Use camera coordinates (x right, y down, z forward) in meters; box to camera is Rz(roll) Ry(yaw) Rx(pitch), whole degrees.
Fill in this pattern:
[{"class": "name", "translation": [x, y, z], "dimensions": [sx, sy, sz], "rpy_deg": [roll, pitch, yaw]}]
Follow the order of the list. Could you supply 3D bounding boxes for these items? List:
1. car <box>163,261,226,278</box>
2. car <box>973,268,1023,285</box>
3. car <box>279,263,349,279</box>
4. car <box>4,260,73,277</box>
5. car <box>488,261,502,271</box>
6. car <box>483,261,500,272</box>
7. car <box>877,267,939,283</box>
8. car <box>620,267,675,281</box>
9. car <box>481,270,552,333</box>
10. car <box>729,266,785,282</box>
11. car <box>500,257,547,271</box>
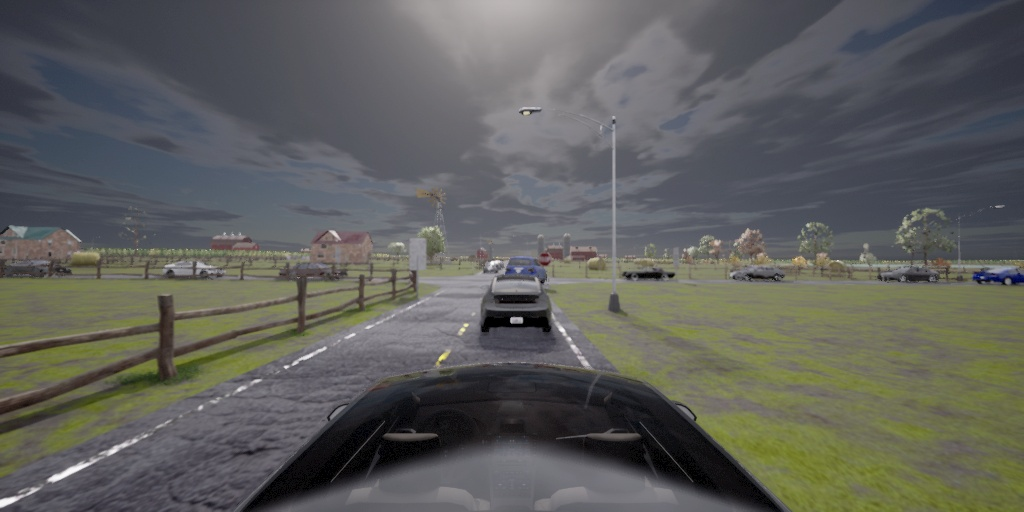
[{"class": "car", "translation": [-27.657, 1.171, 31.275], "dimensions": [4.674, 1.442, 1.812], "rpy_deg": [1, -1, 0]}, {"class": "car", "translation": [44.728, 1.827, 32.235], "dimensions": [5.008, 1.535, 1.882], "rpy_deg": [1, -1, 0]}, {"class": "car", "translation": [-17.328, 1.300, 31.405], "dimensions": [5.357, 1.411, 2.033], "rpy_deg": [1, -1, -1]}, {"class": "car", "translation": [-41.140, 1.064, 31.128], "dimensions": [4.181, 1.385, 1.994], "rpy_deg": [1, -1, -1]}, {"class": "car", "translation": [-2.793, 1.580, 59.886], "dimensions": [2.128, 1.511, 4.902], "rpy_deg": [0, 0, 1]}, {"class": "car", "translation": [-2.819, 1.515, 48.120], "dimensions": [2.128, 1.511, 4.902], "rpy_deg": [0, 0, 0]}, {"class": "car", "translation": [38.629, 1.844, 35.040], "dimensions": [4.892, 1.490, 1.837], "rpy_deg": [0, -1, 0]}, {"class": "car", "translation": [13.080, 1.703, 34.709], "dimensions": [4.718, 1.301, 1.895], "rpy_deg": [1, -1, -2]}, {"class": "car", "translation": [0.103, 1.309, 10.896], "dimensions": [1.837, 1.490, 4.892], "rpy_deg": [0, -1, 0]}, {"class": "car", "translation": [23.771, 1.696, 34.872], "dimensions": [4.902, 1.511, 2.128], "rpy_deg": [1, -1, -1]}, {"class": "car", "translation": [1.126, 1.102, 25.964], "dimensions": [2.150, 2.045, 5.566], "rpy_deg": [0, -1, 15]}]
